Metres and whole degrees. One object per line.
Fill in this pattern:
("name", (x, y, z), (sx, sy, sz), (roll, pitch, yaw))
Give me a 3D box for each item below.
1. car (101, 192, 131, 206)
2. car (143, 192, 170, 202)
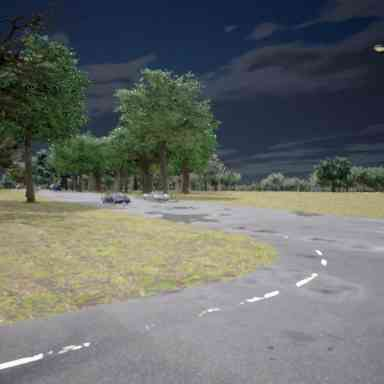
("car", (-9.004, 0.768, 39.142), (2.033, 1.411, 5.357), (-1, 2, -35))
("car", (-5.013, 0.627, 45.615), (1.895, 1.301, 4.718), (-1, 2, -35))
